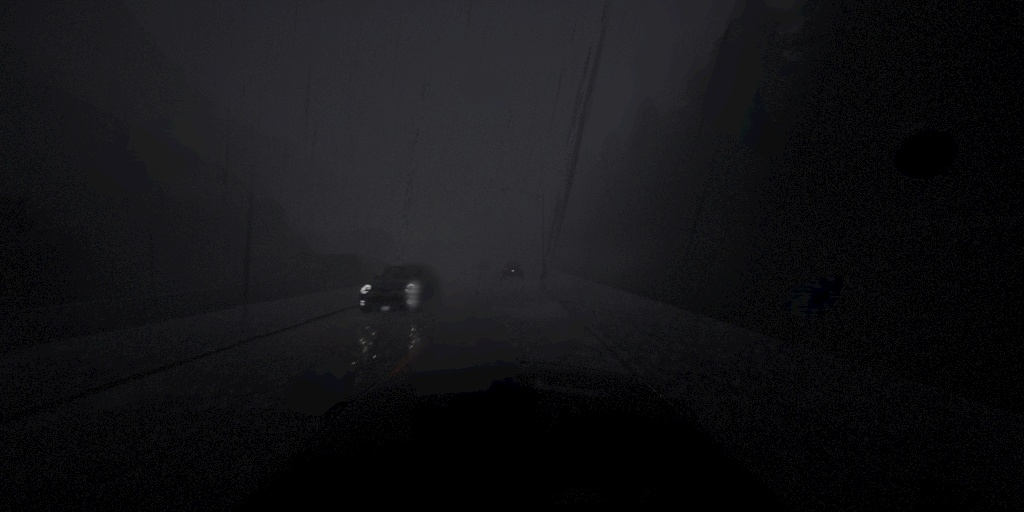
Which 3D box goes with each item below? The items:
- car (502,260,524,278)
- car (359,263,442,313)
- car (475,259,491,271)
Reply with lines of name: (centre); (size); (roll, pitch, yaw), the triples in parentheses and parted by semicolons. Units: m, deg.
car: (0.085, 1.317, 34.519); (1.994, 1.385, 4.181); (0, 0, 0)
car: (-4.101, 1.102, 13.872); (2.097, 1.767, 4.553); (0, 0, 0)
car: (-4.075, 1.232, 50.572); (1.882, 1.535, 5.008); (0, 0, 1)
